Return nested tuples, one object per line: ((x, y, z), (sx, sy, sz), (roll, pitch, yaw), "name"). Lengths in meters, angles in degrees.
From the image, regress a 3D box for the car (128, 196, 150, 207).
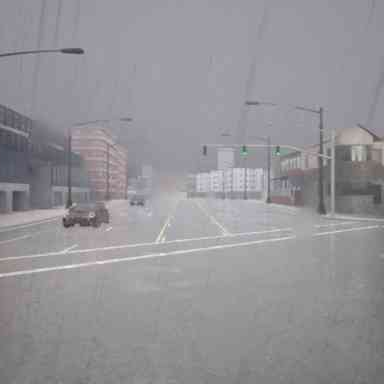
((-7.615, 1.270, 47.173), (2.128, 1.511, 4.902), (0, 1, -2), "car")

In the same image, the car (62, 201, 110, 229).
((-6.939, 1.400, 22.203), (2.097, 1.767, 4.553), (0, 0, -2), "car")

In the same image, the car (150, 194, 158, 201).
((-8.275, 1.091, 71.533), (2.128, 1.511, 4.902), (0, 0, -2), "car")
